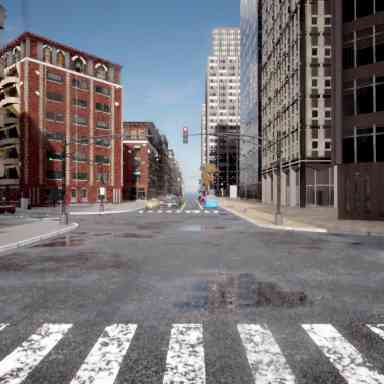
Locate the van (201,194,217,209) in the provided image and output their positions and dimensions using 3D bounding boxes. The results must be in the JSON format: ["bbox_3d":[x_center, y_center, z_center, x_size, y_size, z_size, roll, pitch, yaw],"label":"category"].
[{"bbox_3d":[2.570,1.386,45.791,1.690,1.788,3.998,0,0,0],"label":"van"}]

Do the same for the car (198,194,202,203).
[{"bbox_3d":[2.568,1.645,68.001,1.887,1.381,4.507,0,0,0],"label":"car"}]

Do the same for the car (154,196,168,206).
[{"bbox_3d":[-5.311,1.510,56.897,1.967,1.590,4.097,0,0,0],"label":"car"}]

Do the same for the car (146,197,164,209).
[{"bbox_3d":[-5.311,1.570,45.621,1.752,1.417,4.829,0,0,0],"label":"car"}]

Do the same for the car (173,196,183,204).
[{"bbox_3d":[-2.774,1.621,66.435,1.812,1.442,4.674,0,0,1],"label":"car"}]

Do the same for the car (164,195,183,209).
[{"bbox_3d":[-2.812,1.537,45.981,2.128,1.511,4.902,0,0,2],"label":"car"}]

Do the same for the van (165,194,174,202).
[{"bbox_3d":[-5.311,1.474,79.105,1.690,1.788,3.998,0,0,0],"label":"van"}]

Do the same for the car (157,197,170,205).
[{"bbox_3d":[-5.312,1.650,62.449,1.947,1.339,4.313,0,0,0],"label":"car"}]

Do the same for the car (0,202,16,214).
[{"bbox_3d":[-21.145,1.790,36.464,4.718,1.301,1.895,-1,-1,41],"label":"car"}]
